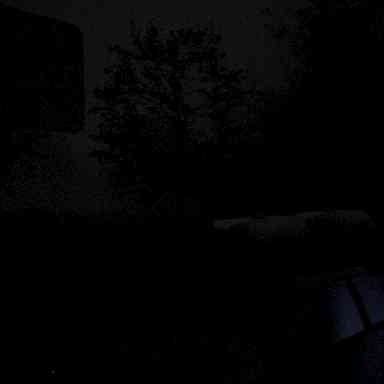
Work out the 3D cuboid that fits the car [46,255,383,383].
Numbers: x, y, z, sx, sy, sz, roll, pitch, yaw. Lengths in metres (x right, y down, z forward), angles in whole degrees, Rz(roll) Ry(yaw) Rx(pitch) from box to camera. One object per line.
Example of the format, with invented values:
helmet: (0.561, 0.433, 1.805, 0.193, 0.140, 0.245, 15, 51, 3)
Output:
car: (1.204, 1.553, 3.933, 5.357, 1.411, 2.033, 0, 0, -36)
